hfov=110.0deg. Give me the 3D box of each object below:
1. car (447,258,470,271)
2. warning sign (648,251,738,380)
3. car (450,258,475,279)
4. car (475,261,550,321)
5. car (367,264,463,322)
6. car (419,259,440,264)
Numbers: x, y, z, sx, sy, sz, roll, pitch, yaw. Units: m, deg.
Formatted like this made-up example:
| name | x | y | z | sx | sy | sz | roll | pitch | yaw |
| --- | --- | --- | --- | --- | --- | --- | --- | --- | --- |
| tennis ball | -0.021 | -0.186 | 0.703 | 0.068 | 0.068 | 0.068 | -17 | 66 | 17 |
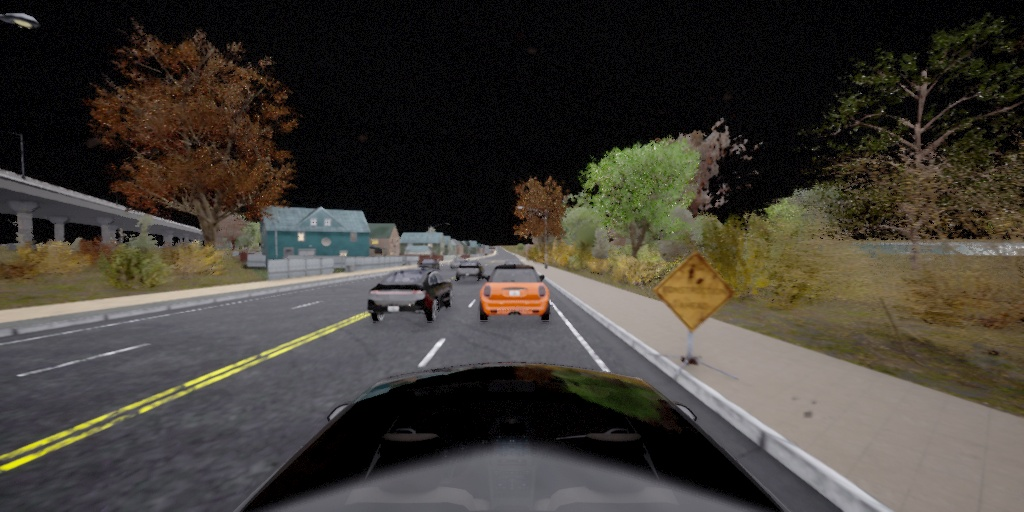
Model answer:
| name | x | y | z | sx | sy | sz | roll | pitch | yaw |
| --- | --- | --- | --- | --- | --- | --- | --- | --- | --- |
| car | -6.584 | 1.019 | 44.829 | 2.128 | 1.511 | 4.902 | 0 | 0 | 0 |
| warning sign | 2.850 | 0.846 | 5.775 | 1.300 | 1.860 | 1.060 | 0 | 0 | 0 |
| car | -3.164 | 1.109 | 27.861 | 2.128 | 1.511 | 4.902 | 0 | 0 | 0 |
| car | 0.084 | 1.051 | 12.313 | 2.097 | 1.767 | 4.553 | 0 | 0 | 0 |
| car | -3.165 | 1.190 | 12.016 | 2.128 | 1.511 | 4.902 | 0 | 0 | 0 |
| car | -9.841 | 1.085 | 42.917 | 2.033 | 1.411 | 5.357 | 0 | 0 | 0 |
